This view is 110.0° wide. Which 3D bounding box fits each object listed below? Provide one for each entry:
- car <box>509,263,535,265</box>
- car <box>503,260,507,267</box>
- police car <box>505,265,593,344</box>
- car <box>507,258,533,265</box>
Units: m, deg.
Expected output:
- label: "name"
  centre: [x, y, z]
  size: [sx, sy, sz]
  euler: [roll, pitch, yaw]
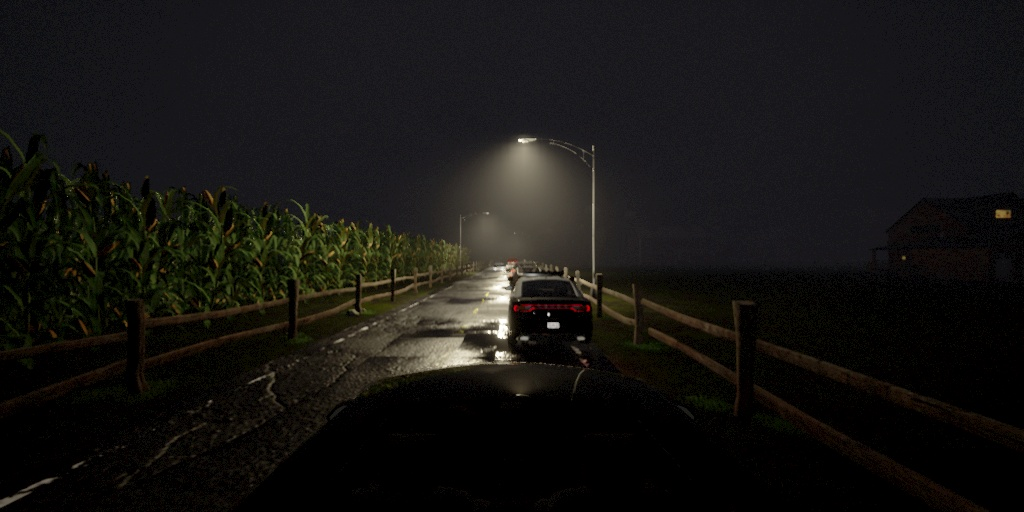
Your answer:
- label: "car"
  centre: [0.867, 1.321, 19.723]
  size: [1.837, 1.490, 4.892]
  euler: [0, 0, 0]
- label: "car"
  centre: [0.157, 1.542, 48.027]
  size: [1.895, 1.301, 4.718]
  euler: [0, 0, 1]
- label: "police car"
  centre: [0.843, 1.205, 9.833]
  size: [1.930, 1.638, 5.238]
  euler: [0, 0, 0]
- label: "car"
  centre: [0.881, 1.188, 25.694]
  size: [2.097, 1.767, 4.553]
  euler: [0, 0, 0]
